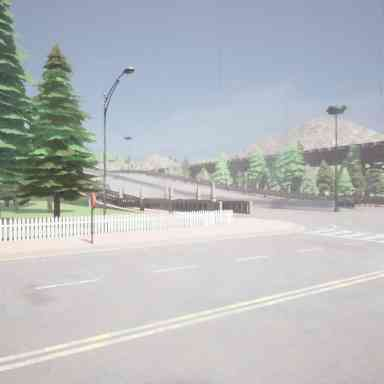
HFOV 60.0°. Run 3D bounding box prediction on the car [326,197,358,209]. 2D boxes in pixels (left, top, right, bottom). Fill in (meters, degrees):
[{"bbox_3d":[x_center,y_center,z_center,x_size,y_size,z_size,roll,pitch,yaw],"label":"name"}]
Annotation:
[{"bbox_3d":[20.130,1.483,45.669,2.128,1.511,4.902,0,0,-34],"label":"car"}]
